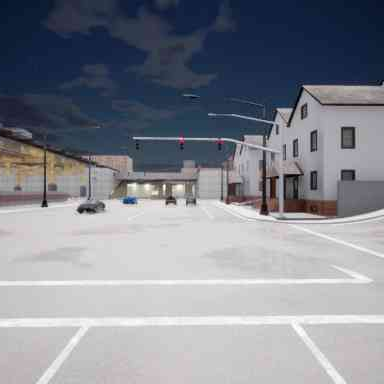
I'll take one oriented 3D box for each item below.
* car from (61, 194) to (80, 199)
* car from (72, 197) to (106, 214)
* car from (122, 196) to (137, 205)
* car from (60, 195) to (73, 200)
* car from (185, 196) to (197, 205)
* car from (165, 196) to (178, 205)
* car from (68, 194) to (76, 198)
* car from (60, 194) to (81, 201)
[{"bbox_3d":[-32.715,1.295,89.573,1.853,1.218,4.536,0,0,28],"label":"car"},{"bbox_3d":[-10.688,1.547,35.771,2.033,1.411,5.357,0,0,0],"label":"car"},{"bbox_3d":[-10.722,1.477,57.453,1.882,1.535,5.008,0,0,0],"label":"car"},{"bbox_3d":[-31.919,1.295,84.296,1.853,1.218,4.536,0,0,-37],"label":"car"},{"bbox_3d":[-0.145,1.489,58.611,2.128,1.511,4.902,0,0,0],"label":"car"},{"bbox_3d":[-3.644,1.505,58.602,1.837,1.490,4.892,0,0,0],"label":"car"},{"bbox_3d":[-31.887,1.452,84.254,2.038,1.542,4.974,0,0,-37],"label":"car"},{"bbox_3d":[-32.691,1.452,89.619,2.038,1.542,4.974,0,0,28],"label":"car"}]
